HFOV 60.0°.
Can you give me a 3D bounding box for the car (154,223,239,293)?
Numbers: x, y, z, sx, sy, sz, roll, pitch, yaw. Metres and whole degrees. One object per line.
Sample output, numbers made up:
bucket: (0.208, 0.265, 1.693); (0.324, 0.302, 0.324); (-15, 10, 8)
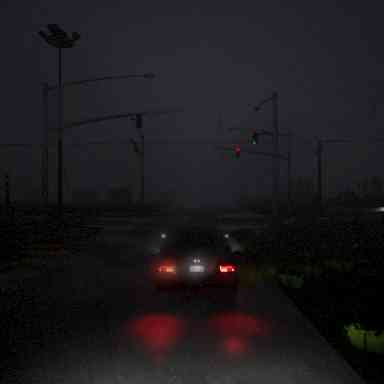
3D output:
car: (0.090, 1.547, 8.996); (2.033, 1.411, 5.357); (0, 0, 0)
